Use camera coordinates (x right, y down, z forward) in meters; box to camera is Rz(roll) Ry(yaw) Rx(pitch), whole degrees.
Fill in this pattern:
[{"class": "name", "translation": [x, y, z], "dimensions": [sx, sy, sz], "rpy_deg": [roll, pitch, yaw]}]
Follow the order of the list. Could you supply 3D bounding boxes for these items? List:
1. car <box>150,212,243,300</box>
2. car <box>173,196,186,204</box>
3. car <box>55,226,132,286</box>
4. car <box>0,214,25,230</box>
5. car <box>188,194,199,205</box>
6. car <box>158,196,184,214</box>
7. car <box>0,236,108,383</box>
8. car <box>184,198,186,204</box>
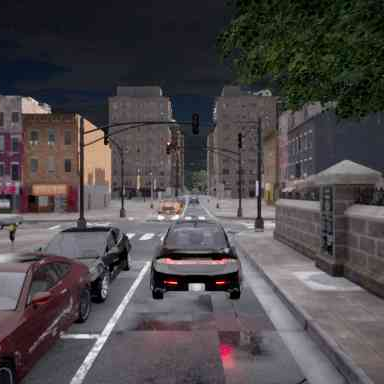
[{"class": "car", "translation": [0.093, 1.490, 8.386], "dimensions": [2.128, 1.511, 4.902], "rpy_deg": [0, 0, 0]}, {"class": "car", "translation": [-2.224, 1.470, 61.696], "dimensions": [2.128, 1.511, 4.902], "rpy_deg": [0, 0, 0]}, {"class": "car", "translation": [-2.629, 1.565, 8.207], "dimensions": [1.947, 1.339, 4.313], "rpy_deg": [0, 0, 0]}, {"class": "car", "translation": [-13.315, 1.727, 21.119], "dimensions": [4.718, 1.301, 1.895], "rpy_deg": [-1, 0, 0]}, {"class": "car", "translation": [0.343, 1.505, 60.418], "dimensions": [1.812, 1.442, 4.674], "rpy_deg": [0, 0, 0]}, {"class": "car", "translation": [-2.286, 1.341, 34.783], "dimensions": [2.097, 1.767, 4.553], "rpy_deg": [0, 0, 1]}, {"class": "car", "translation": [-2.632, 1.581, 4.545], "dimensions": [1.802, 1.307, 4.206], "rpy_deg": [0, 0, 0]}, {"class": "car", "translation": [-2.253, 1.549, 46.532], "dimensions": [1.994, 1.385, 4.181], "rpy_deg": [0, 0, 0]}]
